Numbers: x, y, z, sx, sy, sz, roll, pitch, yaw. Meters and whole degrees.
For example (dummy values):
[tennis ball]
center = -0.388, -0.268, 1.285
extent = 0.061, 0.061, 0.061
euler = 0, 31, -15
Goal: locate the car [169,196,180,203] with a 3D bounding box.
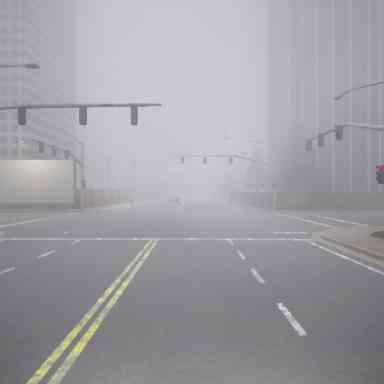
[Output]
[car]
center = -3.500, 1.490, 66.534
extent = 1.812, 1.442, 4.674
euler = 0, 0, 0
